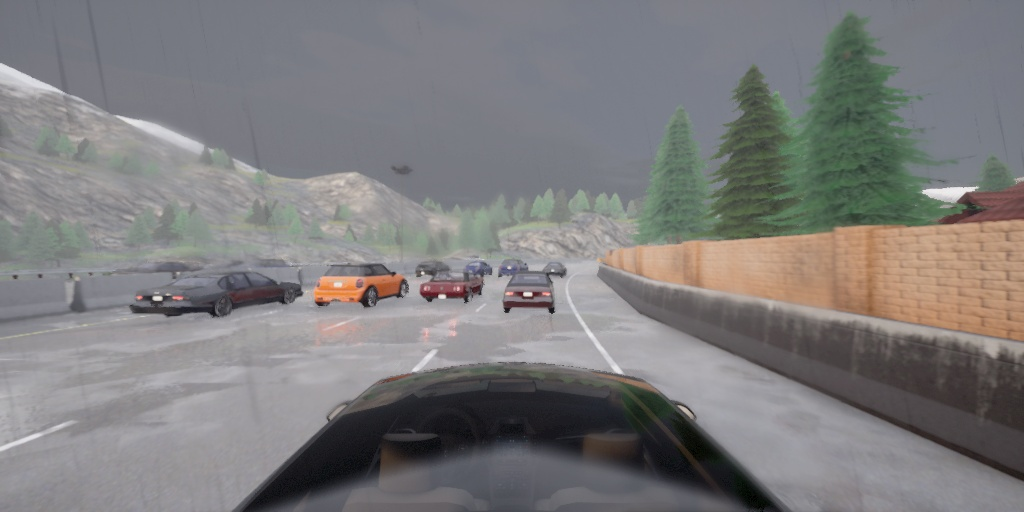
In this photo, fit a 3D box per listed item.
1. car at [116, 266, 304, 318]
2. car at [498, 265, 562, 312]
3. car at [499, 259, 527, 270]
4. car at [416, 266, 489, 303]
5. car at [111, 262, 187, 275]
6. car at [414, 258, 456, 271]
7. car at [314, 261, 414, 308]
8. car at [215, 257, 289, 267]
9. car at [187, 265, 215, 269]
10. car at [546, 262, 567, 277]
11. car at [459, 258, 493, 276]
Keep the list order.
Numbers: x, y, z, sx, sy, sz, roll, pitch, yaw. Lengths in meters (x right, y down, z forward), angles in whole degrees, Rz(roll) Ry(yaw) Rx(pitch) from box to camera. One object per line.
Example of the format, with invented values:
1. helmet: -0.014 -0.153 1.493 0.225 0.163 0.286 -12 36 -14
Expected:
1. car: -9.888 1.248 12.704 2.033 1.411 5.357 0 0 5
2. car: 0.750 1.270 14.022 2.033 1.411 5.357 0 0 6
3. car: 0.236 1.030 32.831 2.097 1.767 4.553 0 0 12
4. car: -2.515 1.311 16.349 1.895 1.301 4.718 0 0 6
5. car: -26.055 1.176 26.710 2.033 1.411 5.357 0 0 9
6. car: -7.018 1.166 32.467 1.837 1.490 4.892 0 0 11
7. car: -6.111 1.056 15.120 2.097 1.767 4.553 0 0 5
8. car: -18.913 0.998 26.791 2.097 1.767 4.553 0 0 9
9. car: -22.202 1.139 28.435 1.837 1.490 4.892 0 0 10
10. car: 4.135 1.248 34.204 1.994 1.385 4.181 0 0 13
11. car: -3.162 1.193 33.789 1.812 1.442 4.674 0 0 12
